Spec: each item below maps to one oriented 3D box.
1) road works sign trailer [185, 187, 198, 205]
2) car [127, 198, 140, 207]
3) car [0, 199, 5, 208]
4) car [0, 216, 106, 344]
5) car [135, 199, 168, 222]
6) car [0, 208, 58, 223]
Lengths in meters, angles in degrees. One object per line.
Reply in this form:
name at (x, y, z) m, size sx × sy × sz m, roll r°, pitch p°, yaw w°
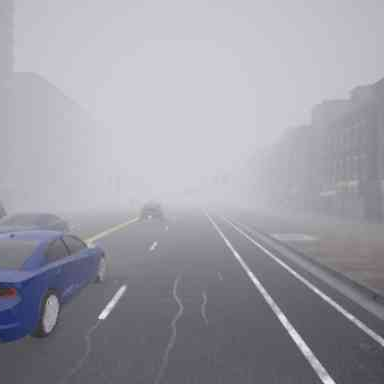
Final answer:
road works sign trailer at (-0.006, 0.788, 64.640) m, size 2.380 × 3.560 × 2.880 m, roll 0°, pitch 0°, yaw 0°
car at (-9.800, 1.774, 56.893) m, size 1.837 × 1.490 × 4.892 m, roll 0°, pitch 0°, yaw 1°
car at (-9.851, 1.273, 13.760) m, size 2.150 × 2.045 × 5.566 m, roll 0°, pitch 0°, yaw 0°
car at (-3.153, 1.500, 6.655) m, size 1.882 × 1.535 × 5.008 m, roll 0°, pitch 0°, yaw 0°
car at (-3.155, 1.616, 27.370) m, size 1.837 × 1.490 × 4.892 m, roll 0°, pitch 0°, yaw 0°
car at (-6.601, 1.527, 13.341) m, size 1.882 × 1.535 × 5.008 m, roll 0°, pitch 0°, yaw 0°
